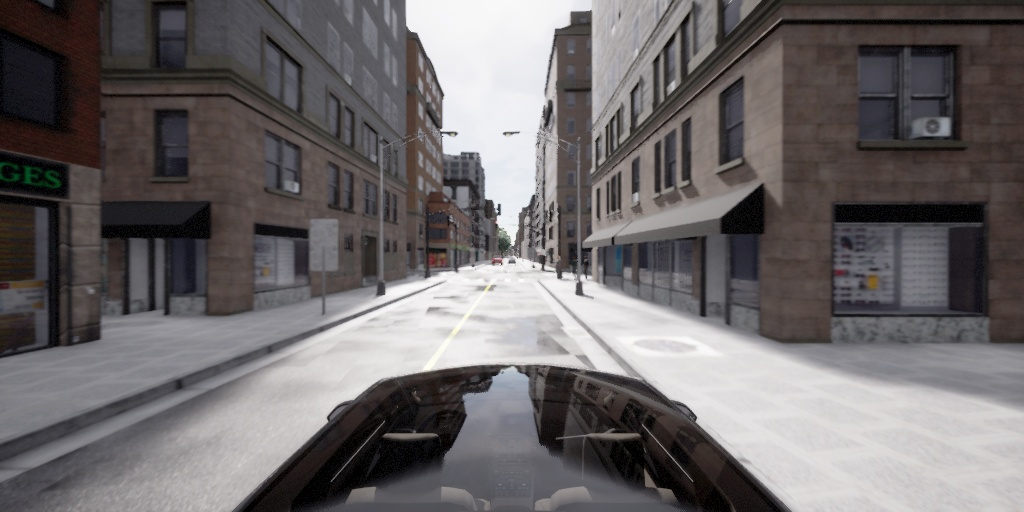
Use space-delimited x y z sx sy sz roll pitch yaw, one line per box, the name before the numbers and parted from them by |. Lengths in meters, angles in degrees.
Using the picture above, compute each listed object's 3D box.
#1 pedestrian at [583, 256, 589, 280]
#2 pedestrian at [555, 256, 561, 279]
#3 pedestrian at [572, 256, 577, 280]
pedestrian | 5.632 0.878 27.382 0.375 1.860 0.375 0 0 0
pedestrian | 3.632 0.871 27.982 0.375 1.860 0.375 0 0 0
pedestrian | 4.633 0.874 26.782 0.375 1.860 0.375 0 0 0
